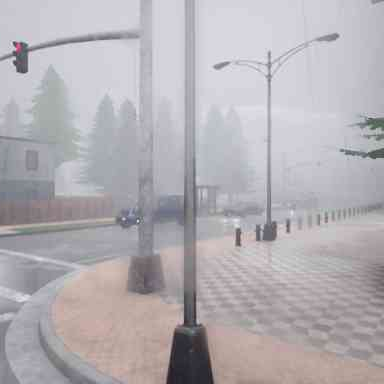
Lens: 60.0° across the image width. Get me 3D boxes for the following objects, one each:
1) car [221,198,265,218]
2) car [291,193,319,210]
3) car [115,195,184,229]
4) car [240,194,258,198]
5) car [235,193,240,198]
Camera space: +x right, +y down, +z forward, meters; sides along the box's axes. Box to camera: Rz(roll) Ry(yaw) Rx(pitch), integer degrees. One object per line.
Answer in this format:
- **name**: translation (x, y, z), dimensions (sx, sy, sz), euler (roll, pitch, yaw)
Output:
- **car**: translation (4.768, 1.530, 30.368), dimensions (2.033, 1.411, 5.357), euler (0, 0, 37)
- **car**: translation (14.773, 1.201, 43.387), dimensions (2.150, 2.045, 5.566), euler (0, 0, 37)
- **car**: translation (-2.226, 1.205, 21.163), dimensions (2.150, 2.045, 5.566), euler (0, 0, 37)
- **car**: translation (13.639, 1.140, 77.478), dimensions (1.932, 1.855, 4.605), euler (0, 0, 36)
- **car**: translation (11.375, 1.141, 78.637), dimensions (1.905, 1.878, 3.866), euler (0, 0, 36)
